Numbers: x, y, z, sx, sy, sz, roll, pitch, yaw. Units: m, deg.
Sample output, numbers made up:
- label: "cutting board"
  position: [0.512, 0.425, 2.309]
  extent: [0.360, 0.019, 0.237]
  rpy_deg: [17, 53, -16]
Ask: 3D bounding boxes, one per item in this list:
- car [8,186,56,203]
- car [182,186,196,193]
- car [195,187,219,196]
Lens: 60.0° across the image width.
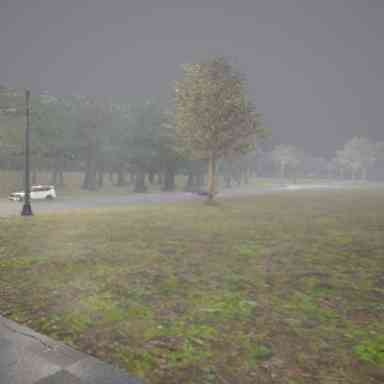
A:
- label: "car"
  position: [-19.884, 0.300, 41.720]
  extent: [2.150, 2.045, 5.566]
  rpy_deg: [4, 5, 35]
- label: "car"
  position: [0.207, -0.494, 69.809]
  extent: [2.033, 1.411, 5.357]
  rpy_deg: [4, 4, 35]
- label: "car"
  position: [3.164, 0.082, 62.139]
  extent: [1.895, 1.301, 4.718]
  rpy_deg: [4, 4, 34]
